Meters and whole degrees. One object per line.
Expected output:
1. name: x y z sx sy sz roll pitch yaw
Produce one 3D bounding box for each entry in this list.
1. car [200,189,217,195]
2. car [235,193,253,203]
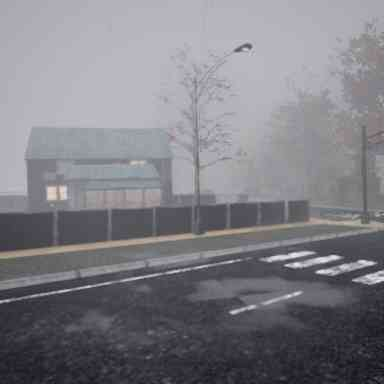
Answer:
1. car: 3.060 0.523 63.084 2.150 2.045 5.566 -2 1 -14
2. car: 7.308 0.964 46.800 1.882 1.535 5.008 -2 1 -15
